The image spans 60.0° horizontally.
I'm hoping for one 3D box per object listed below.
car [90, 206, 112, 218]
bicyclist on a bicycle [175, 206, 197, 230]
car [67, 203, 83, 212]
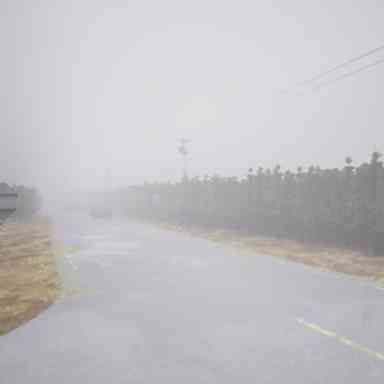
[{"bbox_3d":[-10.595,2.273,38.593,1.994,1.385,4.181,0,-1,-25],"label":"car"},{"bbox_3d":[-0.409,1.837,23.260,1.656,1.620,0.582,0,-1,-23],"label":"bicyclist on a bicycle"},{"bbox_3d":[-19.671,2.572,55.670,1.837,1.490,4.892,0,-1,-31],"label":"car"}]
